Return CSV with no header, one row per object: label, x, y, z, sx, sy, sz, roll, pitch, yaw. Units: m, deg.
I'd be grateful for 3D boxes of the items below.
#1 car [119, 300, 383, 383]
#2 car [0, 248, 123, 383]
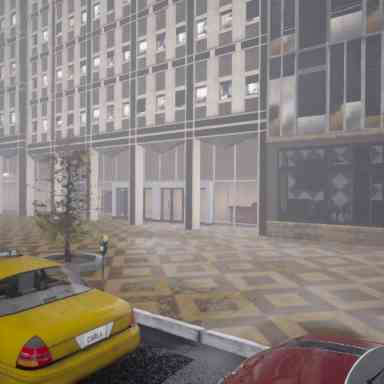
car,1.835,1.440,1.556,4.097,1.590,1.967,0,1,35
car,-2.931,1.524,4.953,4.829,1.417,1.752,0,1,35
